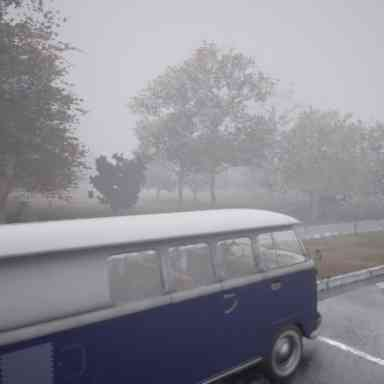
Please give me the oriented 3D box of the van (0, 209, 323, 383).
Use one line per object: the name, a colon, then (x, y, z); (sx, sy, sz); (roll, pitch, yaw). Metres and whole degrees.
van: (-0.277, 1.250, 3.885); (4.442, 1.987, 1.878); (-1, 0, -35)
